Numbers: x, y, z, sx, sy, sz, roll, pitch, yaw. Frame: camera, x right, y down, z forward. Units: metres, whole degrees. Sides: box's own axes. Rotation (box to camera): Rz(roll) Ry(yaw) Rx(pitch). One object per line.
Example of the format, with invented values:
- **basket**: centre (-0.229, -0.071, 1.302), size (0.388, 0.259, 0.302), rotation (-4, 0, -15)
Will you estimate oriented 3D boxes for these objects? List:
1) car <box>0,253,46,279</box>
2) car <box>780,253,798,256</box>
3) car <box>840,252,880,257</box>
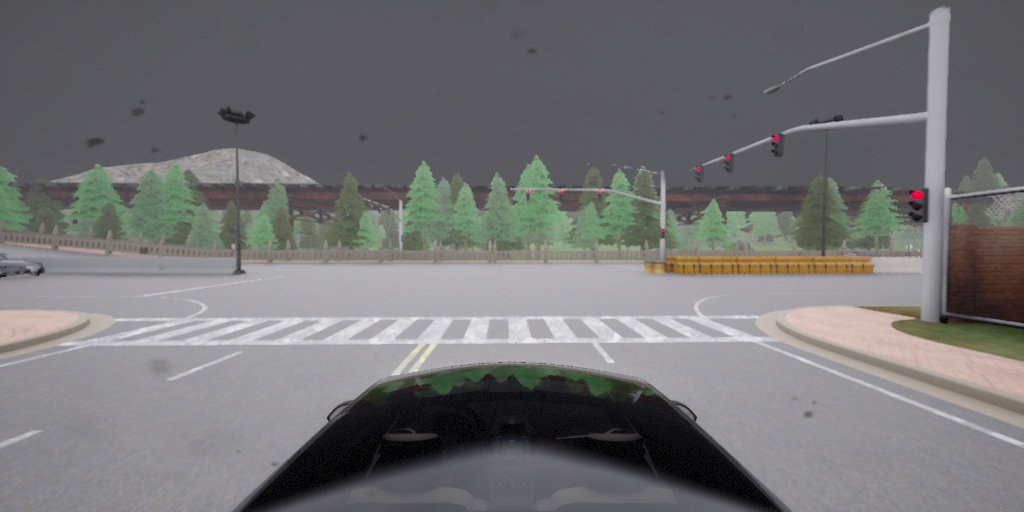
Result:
- **car**: centre (-32.927, 0.577, 22.801), size (4.902, 1.511, 2.128), rotation (2, 1, -2)
- **car**: centre (29.371, 0.376, 38.926), size (4.718, 1.301, 1.895), rotation (0, 1, -2)
- **car**: centre (30.521, 0.435, 31.963), size (5.008, 1.535, 1.882), rotation (0, 1, -2)
